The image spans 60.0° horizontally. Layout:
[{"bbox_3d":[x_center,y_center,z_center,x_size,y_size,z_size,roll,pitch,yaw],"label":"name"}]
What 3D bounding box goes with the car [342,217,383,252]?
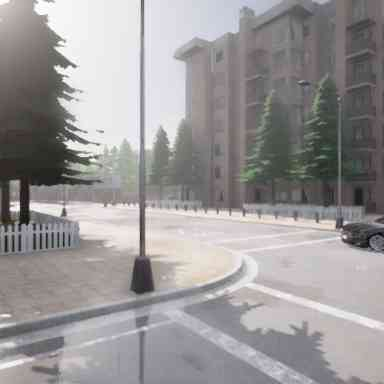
[{"bbox_3d":[8.607,1.511,13.184,5.008,1.535,1.882,0,2,2],"label":"car"}]
